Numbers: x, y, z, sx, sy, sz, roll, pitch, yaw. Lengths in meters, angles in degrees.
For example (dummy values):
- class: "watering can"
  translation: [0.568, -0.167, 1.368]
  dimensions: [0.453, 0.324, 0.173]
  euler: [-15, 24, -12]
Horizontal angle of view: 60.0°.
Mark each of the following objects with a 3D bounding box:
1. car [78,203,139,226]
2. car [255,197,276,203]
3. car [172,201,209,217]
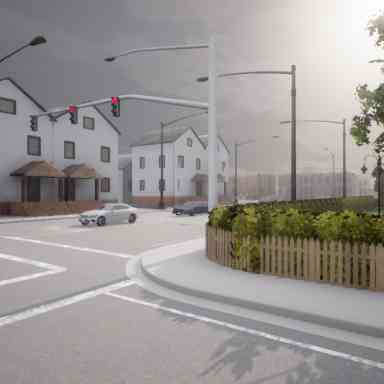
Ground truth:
- class: "car"
  translation: [-5.729, 1.526, 23.473]
  dimensions: [1.812, 1.442, 4.674]
  euler: [0, 0, 35]
- class: "car"
  translation: [10.376, 1.493, 46.724]
  dimensions: [2.128, 1.511, 4.902]
  euler: [0, 0, 35]
- class: "car"
  translation: [0.305, 1.547, 32.210]
  dimensions: [2.033, 1.411, 5.357]
  euler: [0, 0, 35]
